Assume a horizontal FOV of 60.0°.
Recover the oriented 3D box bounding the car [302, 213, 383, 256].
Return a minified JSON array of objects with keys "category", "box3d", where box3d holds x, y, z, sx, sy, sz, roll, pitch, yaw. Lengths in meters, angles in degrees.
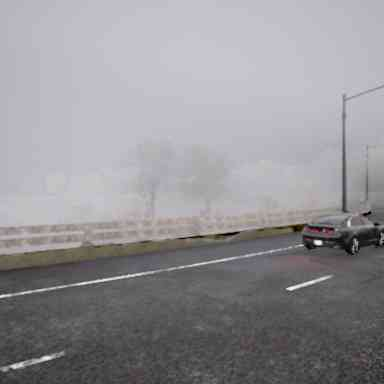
[{"category":"car","box3d":[6.447,1.634,13.937,4.892,1.490,1.837,0,0,-43]}]
